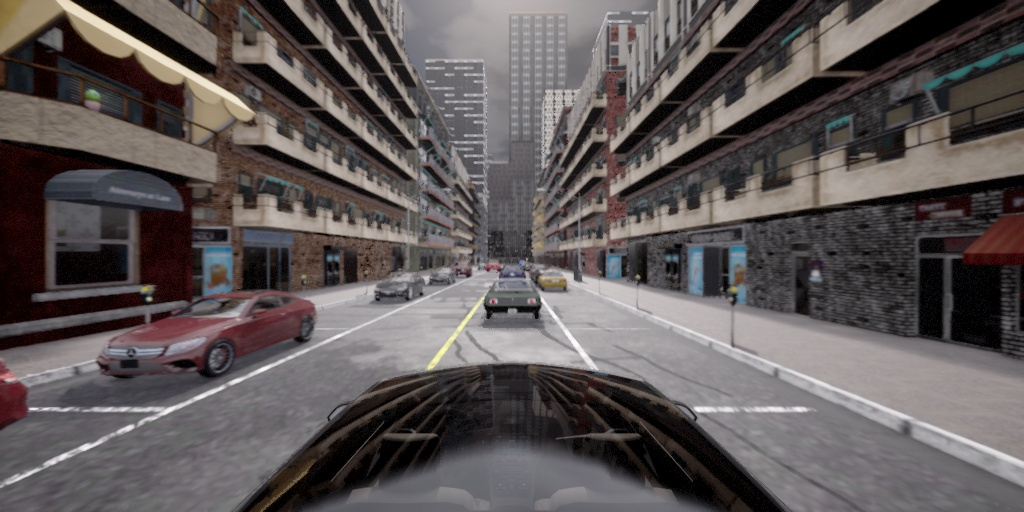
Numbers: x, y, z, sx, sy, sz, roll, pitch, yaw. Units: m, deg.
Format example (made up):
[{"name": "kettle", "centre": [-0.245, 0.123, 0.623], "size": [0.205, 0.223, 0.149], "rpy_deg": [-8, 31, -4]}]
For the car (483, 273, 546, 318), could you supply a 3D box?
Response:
[{"name": "car", "centre": [0.042, 1.483, 13.544], "size": [1.895, 1.301, 4.718], "rpy_deg": [0, -1, 1]}]

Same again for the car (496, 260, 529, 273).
[{"name": "car", "centre": [0.046, 1.406, 29.049], "size": [2.097, 1.767, 4.553], "rpy_deg": [0, -1, 0]}]

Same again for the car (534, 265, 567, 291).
[{"name": "car", "centre": [2.690, 1.526, 24.376], "size": [1.751, 1.417, 4.829], "rpy_deg": [0, 0, 0]}]

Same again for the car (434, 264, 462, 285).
[{"name": "car", "centre": [-5.691, 1.614, 29.837], "size": [2.007, 1.370, 4.403], "rpy_deg": [0, 0, 0]}]

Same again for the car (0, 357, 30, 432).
[{"name": "car", "centre": [-5.692, 1.334, 1.828], "size": [1.802, 1.307, 4.207], "rpy_deg": [0, 0, 0]}]

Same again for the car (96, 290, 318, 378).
[{"name": "car", "centre": [-5.692, 1.396, 7.430], "size": [1.802, 1.307, 4.207], "rpy_deg": [0, 0, 0]}]

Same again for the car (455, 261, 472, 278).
[{"name": "car", "centre": [-5.690, 1.504, 41.040], "size": [2.192, 1.841, 5.009], "rpy_deg": [0, 0, 0]}]

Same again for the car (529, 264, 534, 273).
[{"name": "car", "centre": [2.690, 1.629, 29.808], "size": [1.948, 1.339, 4.313], "rpy_deg": [0, 0, 0]}]

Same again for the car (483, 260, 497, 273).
[{"name": "car", "centre": [-3.054, 1.607, 58.465], "size": [2.150, 2.045, 5.566], "rpy_deg": [0, -1, 1]}]

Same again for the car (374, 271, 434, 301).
[{"name": "car", "centre": [-5.691, 1.489, 18.634], "size": [2.007, 1.370, 4.403], "rpy_deg": [0, 0, 0]}]
